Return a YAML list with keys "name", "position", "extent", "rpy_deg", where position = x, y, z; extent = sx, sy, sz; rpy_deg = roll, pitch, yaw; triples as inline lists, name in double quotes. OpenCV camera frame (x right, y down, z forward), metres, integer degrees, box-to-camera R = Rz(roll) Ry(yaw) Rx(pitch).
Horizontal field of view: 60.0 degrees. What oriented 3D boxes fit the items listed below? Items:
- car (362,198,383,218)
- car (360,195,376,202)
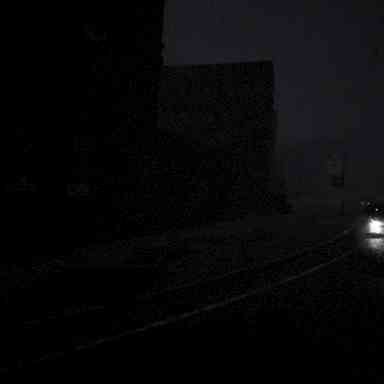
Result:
- name: "car"
  position: [15.898, 1.482, 27.921]
  extent: [1.895, 1.301, 4.718]
  rpy_deg: [2, 1, 19]
- name: "car"
  position: [34.905, 1.251, 65.672]
  extent: [2.033, 1.411, 5.357]
  rpy_deg: [1, 0, 42]
